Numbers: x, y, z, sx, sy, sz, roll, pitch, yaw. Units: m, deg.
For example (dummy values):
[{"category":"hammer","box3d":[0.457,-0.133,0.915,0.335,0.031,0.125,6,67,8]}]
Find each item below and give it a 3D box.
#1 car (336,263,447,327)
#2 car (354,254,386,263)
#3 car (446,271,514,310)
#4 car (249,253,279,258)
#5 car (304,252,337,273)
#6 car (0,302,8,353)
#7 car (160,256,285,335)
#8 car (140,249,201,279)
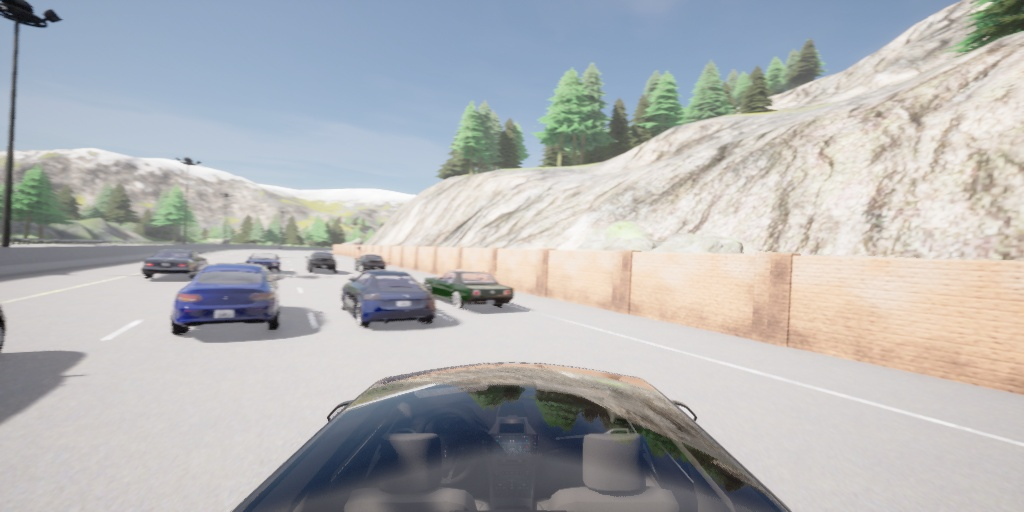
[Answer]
[{"category":"car","box3d":[-3.775,1.098,10.636,1.994,1.385,4.181,3,0,-33]},{"category":"car","box3d":[-11.554,0.597,29.174,1.837,1.490,4.892,3,0,-33]},{"category":"car","box3d":[-1.917,1.229,14.209,1.895,1.301,4.718,3,0,-33]},{"category":"car","box3d":[-16.679,0.428,24.210,1.895,1.301,4.718,3,0,-33]},{"category":"car","box3d":[-14.532,0.441,27.339,1.837,1.490,4.892,3,0,-33]},{"category":"car","box3d":[-7.359,0.832,3.287,1.882,1.535,5.008,3,0,-33]},{"category":"car","box3d":[-6.859,0.898,8.946,1.812,1.442,4.674,3,0,-33]},{"category":"car","box3d":[-17.122,0.360,18.441,2.033,1.411,5.357,3,0,-33]}]
